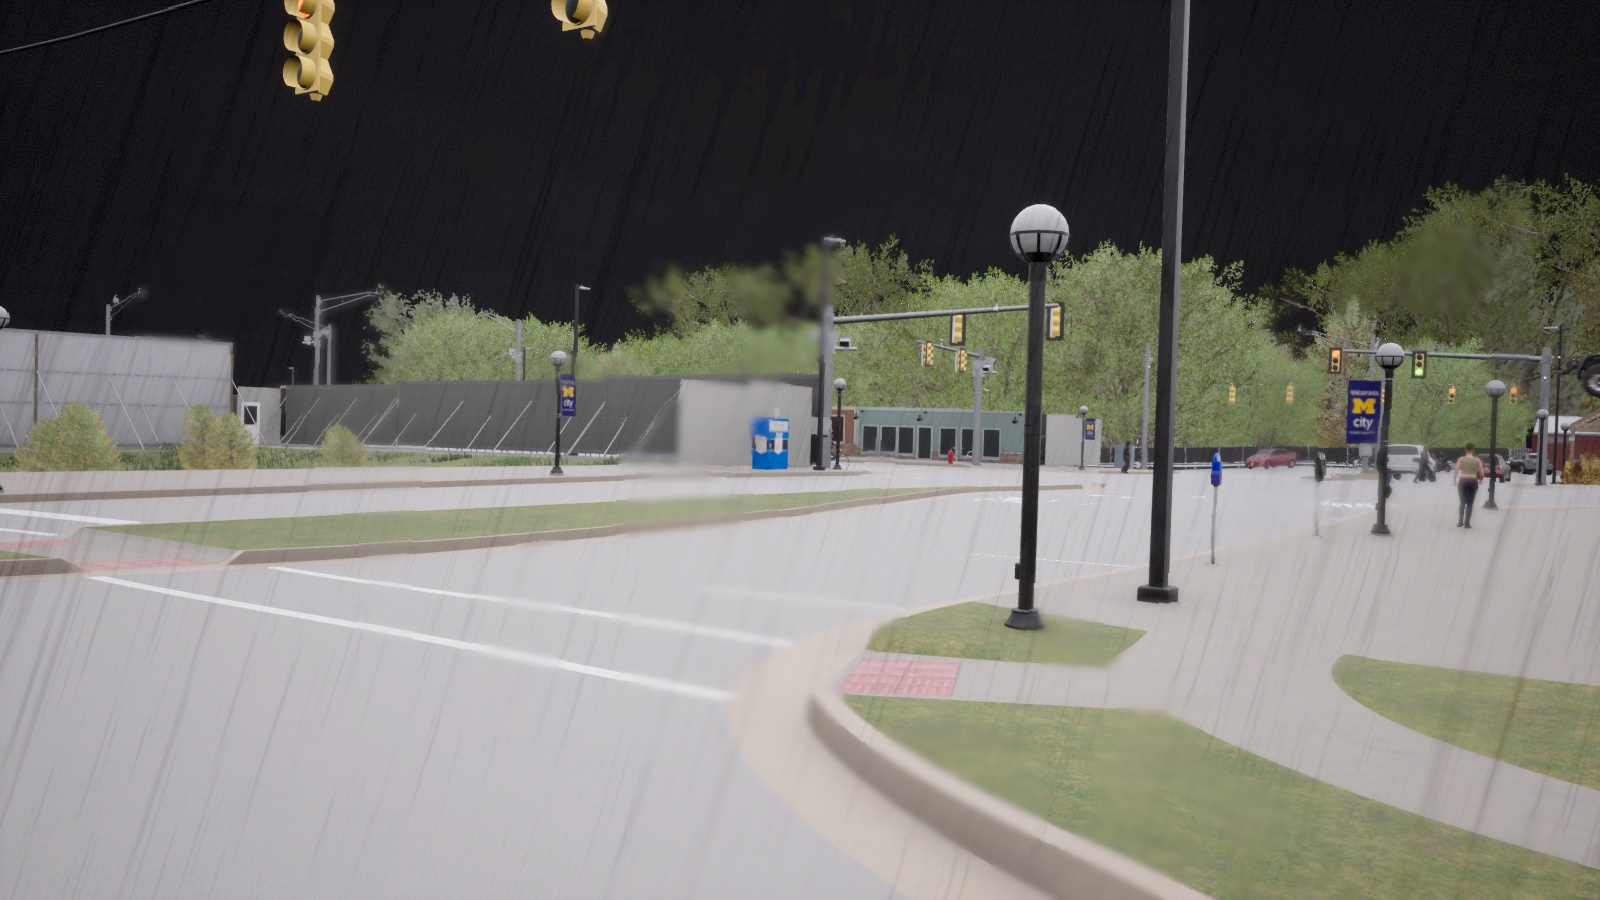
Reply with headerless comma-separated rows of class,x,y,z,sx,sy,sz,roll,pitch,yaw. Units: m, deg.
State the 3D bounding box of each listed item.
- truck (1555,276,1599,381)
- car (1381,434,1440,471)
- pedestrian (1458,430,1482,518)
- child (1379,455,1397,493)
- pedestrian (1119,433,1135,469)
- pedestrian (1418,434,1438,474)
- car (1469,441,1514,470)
truck,30.152,-4.364,42.223,7.936,3.462,2.891,-3,2,33
car,35.004,0.158,71.878,2.150,2.045,5.566,0,0,35
pedestrian,14.279,0.498,26.760,0.345,1.836,0.594,2,2,34
child,19.256,0.781,41.111,0.448,1.192,0.343,2,2,36
pedestrian,17.792,0.053,68.301,0.692,1.930,0.395,2,2,41
pedestrian,29.139,0.166,58.283,0.694,1.848,0.540,2,2,40
car,40.738,0.293,73.917,1.851,1.617,3.988,0,1,36
